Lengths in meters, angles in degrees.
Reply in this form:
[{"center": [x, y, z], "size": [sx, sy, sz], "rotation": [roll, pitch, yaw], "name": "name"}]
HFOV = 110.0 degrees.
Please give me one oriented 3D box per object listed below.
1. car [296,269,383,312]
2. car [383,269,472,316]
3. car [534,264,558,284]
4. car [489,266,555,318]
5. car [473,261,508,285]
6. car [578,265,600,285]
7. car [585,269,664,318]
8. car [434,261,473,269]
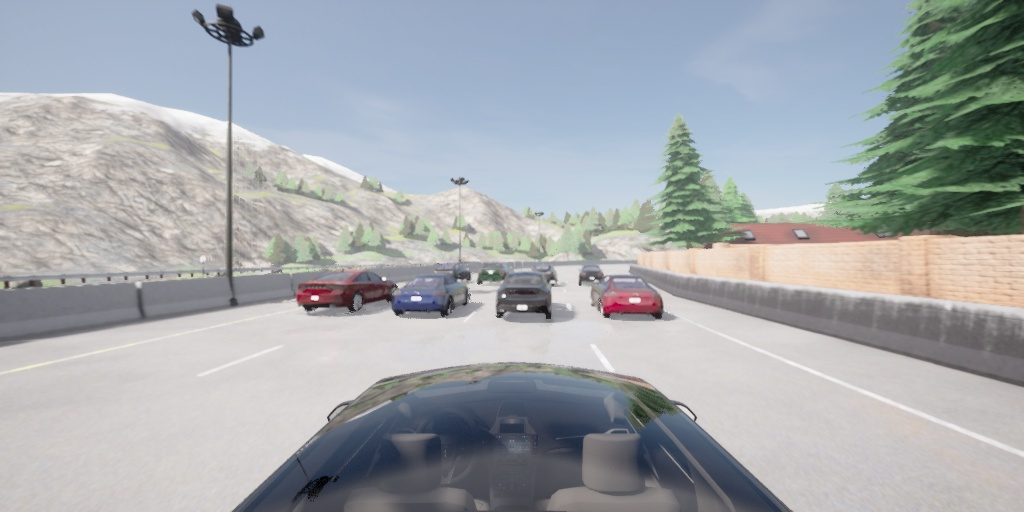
[{"center": [-6.369, 1.281, 14.492], "size": [1.882, 1.535, 5.008], "rotation": [0, 0, 6], "name": "car"}, {"center": [-2.931, 1.365, 13.703], "size": [1.994, 1.385, 4.181], "rotation": [0, 0, 6], "name": "car"}, {"center": [2.364, 1.347, 26.933], "size": [2.128, 1.511, 4.902], "rotation": [0, 0, 11], "name": "car"}, {"center": [0.535, 1.304, 13.239], "size": [1.837, 1.490, 4.892], "rotation": [0, 0, 5], "name": "car"}, {"center": [-1.110, 1.208, 27.374], "size": [2.097, 1.767, 4.553], "rotation": [0, 0, 11], "name": "car"}, {"center": [5.961, 1.382, 27.080], "size": [1.812, 1.442, 4.674], "rotation": [0, 0, 11], "name": "car"}, {"center": [4.054, 1.363, 13.243], "size": [1.994, 1.385, 4.181], "rotation": [0, 0, 6], "name": "car"}, {"center": [-4.562, 1.351, 27.970], "size": [2.128, 1.511, 4.902], "rotation": [0, 0, 11], "name": "car"}]
